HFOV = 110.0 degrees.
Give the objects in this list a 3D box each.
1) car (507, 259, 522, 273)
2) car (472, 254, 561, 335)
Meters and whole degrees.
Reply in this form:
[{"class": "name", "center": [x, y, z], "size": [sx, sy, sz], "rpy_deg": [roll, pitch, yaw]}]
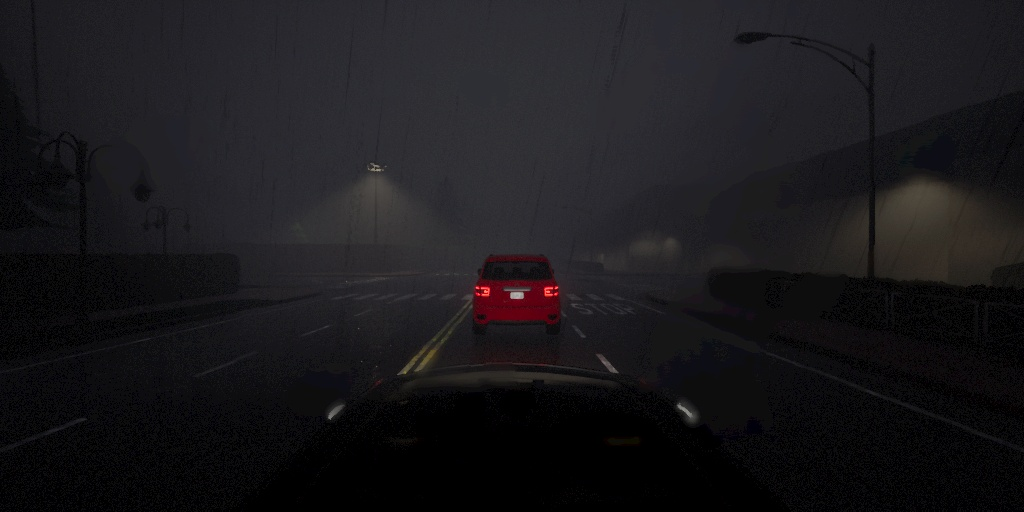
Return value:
[{"class": "car", "center": [0.340, 1.228, 45.516], "size": [1.882, 1.535, 5.008], "rpy_deg": [0, 0, 1]}, {"class": "car", "center": [0.118, 0.971, 10.658], "size": [2.150, 2.045, 5.566], "rpy_deg": [0, 0, 0]}]
